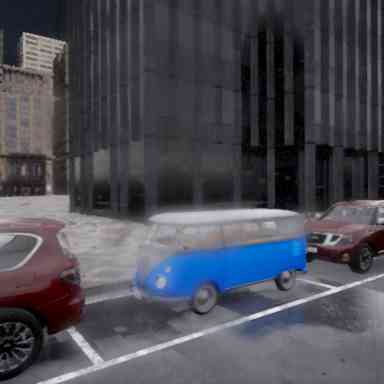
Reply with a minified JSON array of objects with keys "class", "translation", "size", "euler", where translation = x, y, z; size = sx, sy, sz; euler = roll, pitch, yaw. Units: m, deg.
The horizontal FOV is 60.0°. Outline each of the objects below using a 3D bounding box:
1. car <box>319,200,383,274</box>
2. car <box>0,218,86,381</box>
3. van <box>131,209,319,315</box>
[{"class":"car","translation":[5.303,1.211,10.430],"size":[5.009,1.841,2.192],"euler":[-1,1,-36]},{"class":"car","translation":[-3.829,1.325,3.915],"size":[5.009,1.841,2.192],"euler":[-1,1,-36]},{"class":"van","translation":[0.737,1.294,7.172],"size":[3.998,1.788,1.690],"euler":[-1,1,-36]}]
